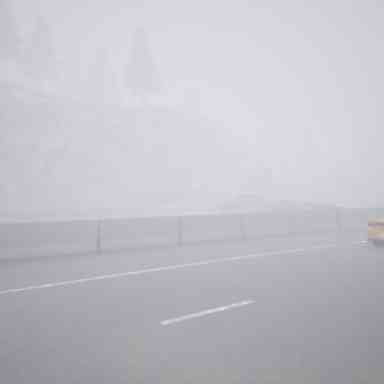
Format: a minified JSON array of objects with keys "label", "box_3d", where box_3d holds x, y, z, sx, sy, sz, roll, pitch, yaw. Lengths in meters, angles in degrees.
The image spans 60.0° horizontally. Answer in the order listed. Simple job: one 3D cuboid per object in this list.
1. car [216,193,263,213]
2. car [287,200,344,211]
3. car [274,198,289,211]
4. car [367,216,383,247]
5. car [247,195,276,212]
[{"label":"car","box_3d":[5.268,1.088,35.197,5.566,2.045,2.150,0,0,-26]},{"label":"car","box_3d":[9.884,1.470,25.754,4.181,1.385,1.994,0,0,-27]},{"label":"car","box_3d":[10.021,1.491,29.741,4.718,1.301,1.895,0,0,-25]},{"label":"car","box_3d":[9.176,1.432,13.344,5.008,1.535,1.882,0,0,-29]},{"label":"car","box_3d":[8.281,1.368,32.779,4.902,1.511,2.128,0,0,-26]}]
